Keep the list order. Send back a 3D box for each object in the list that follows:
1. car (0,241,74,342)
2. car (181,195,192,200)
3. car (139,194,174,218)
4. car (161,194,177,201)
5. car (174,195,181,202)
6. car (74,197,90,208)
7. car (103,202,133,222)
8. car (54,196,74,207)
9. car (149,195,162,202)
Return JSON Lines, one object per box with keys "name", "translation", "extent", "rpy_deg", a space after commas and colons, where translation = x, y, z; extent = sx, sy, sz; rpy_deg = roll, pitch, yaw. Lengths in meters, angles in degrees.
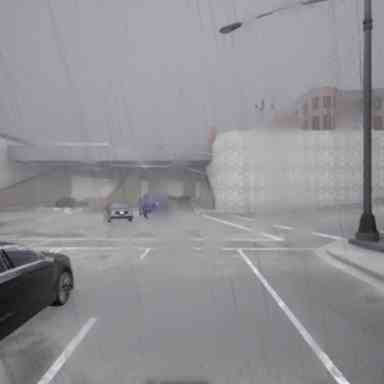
{"name": "car", "translation": [-3.403, 1.478, 5.065], "extent": [2.128, 1.511, 4.902], "rpy_deg": [0, 0, 1]}
{"name": "car", "translation": [-1.722, 1.375, 82.406], "extent": [1.994, 1.385, 4.181], "rpy_deg": [0, 0, 28]}
{"name": "car", "translation": [-3.360, 1.158, 29.429], "extent": [2.150, 2.045, 5.566], "rpy_deg": [-1, 0, -14]}
{"name": "car", "translation": [-5.584, 1.302, 82.309], "extent": [1.837, 1.490, 4.892], "rpy_deg": [0, 0, 24]}
{"name": "car", "translation": [-4.423, 1.370, 72.734], "extent": [2.128, 1.511, 4.902], "rpy_deg": [0, 0, 6]}
{"name": "car", "translation": [-14.728, 1.446, 47.727], "extent": [2.033, 1.411, 5.357], "rpy_deg": [0, 0, -1]}
{"name": "car", "translation": [-5.743, 1.492, 25.580], "extent": [2.033, 1.411, 5.357], "rpy_deg": [0, 0, -19]}
{"name": "car", "translation": [-18.236, 1.374, 48.241], "extent": [1.882, 1.535, 5.008], "rpy_deg": [0, 0, -1]}
{"name": "car", "translation": [-7.973, 1.341, 72.248], "extent": [1.837, 1.490, 4.892], "rpy_deg": [0, 0, 6]}
